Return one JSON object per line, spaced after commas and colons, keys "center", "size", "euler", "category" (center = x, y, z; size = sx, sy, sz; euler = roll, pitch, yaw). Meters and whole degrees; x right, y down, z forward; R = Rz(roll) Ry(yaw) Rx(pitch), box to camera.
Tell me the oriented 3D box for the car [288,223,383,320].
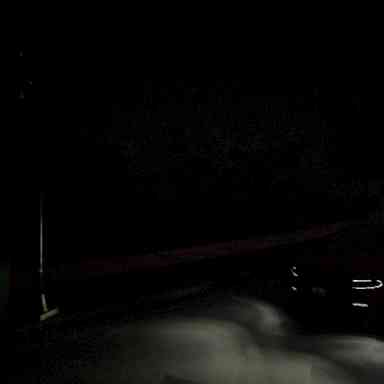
{"center": [4.143, 1.473, 7.498], "size": [5.008, 1.535, 1.882], "euler": [0, 0, -40], "category": "car"}
